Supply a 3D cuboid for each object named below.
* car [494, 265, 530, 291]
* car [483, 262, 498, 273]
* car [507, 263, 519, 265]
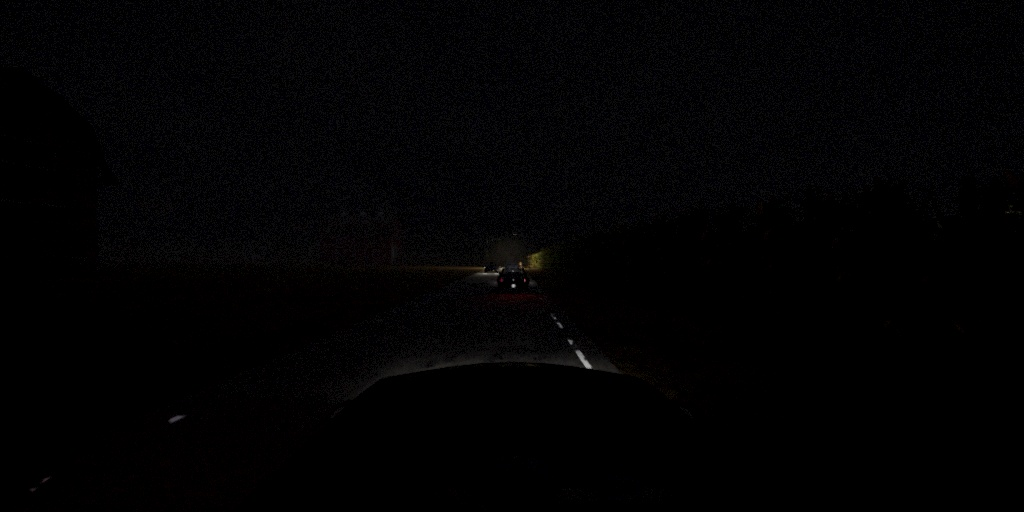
[{"bbox_3d":[0.083,1.404,22.349,1.895,1.301,4.718,0,0,0],"label":"car"},{"bbox_3d":[-2.800,1.541,49.136,1.837,1.490,4.892,0,-1,0],"label":"car"},{"bbox_3d":[0.109,1.504,43.201,1.812,1.442,4.674,0,-1,0],"label":"car"}]
